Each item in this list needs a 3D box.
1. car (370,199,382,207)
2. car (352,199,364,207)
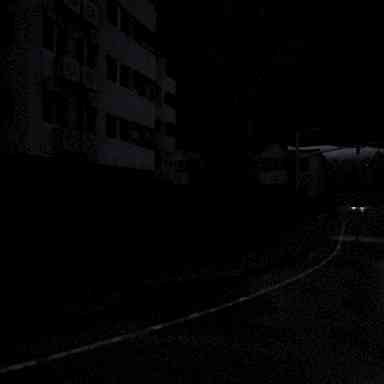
[{"bbox_3d":[38.719,2.276,70.022,2.128,1.511,4.902,0,0,26],"label":"car"},{"bbox_3d":[32.480,2.181,65.074,1.837,1.490,4.892,0,0,26],"label":"car"}]
